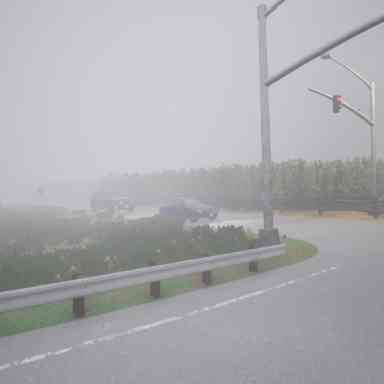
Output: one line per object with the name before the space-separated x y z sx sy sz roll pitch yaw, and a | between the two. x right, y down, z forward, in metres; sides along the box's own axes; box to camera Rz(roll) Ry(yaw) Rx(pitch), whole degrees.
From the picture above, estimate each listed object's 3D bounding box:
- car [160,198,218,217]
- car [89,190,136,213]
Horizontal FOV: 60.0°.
car | -0.363 1.113 21.920 1.812 1.442 4.674 -3 2 -41
car | -7.296 0.850 29.983 2.150 2.045 5.566 -3 2 -41
